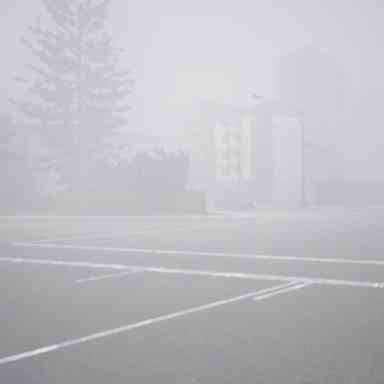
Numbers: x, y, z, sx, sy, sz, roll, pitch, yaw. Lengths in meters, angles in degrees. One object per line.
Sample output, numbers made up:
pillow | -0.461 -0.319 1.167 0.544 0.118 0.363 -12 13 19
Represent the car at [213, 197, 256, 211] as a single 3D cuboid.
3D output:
car | 4.247 1.209 33.837 1.895 1.301 4.718 -1 1 -35
